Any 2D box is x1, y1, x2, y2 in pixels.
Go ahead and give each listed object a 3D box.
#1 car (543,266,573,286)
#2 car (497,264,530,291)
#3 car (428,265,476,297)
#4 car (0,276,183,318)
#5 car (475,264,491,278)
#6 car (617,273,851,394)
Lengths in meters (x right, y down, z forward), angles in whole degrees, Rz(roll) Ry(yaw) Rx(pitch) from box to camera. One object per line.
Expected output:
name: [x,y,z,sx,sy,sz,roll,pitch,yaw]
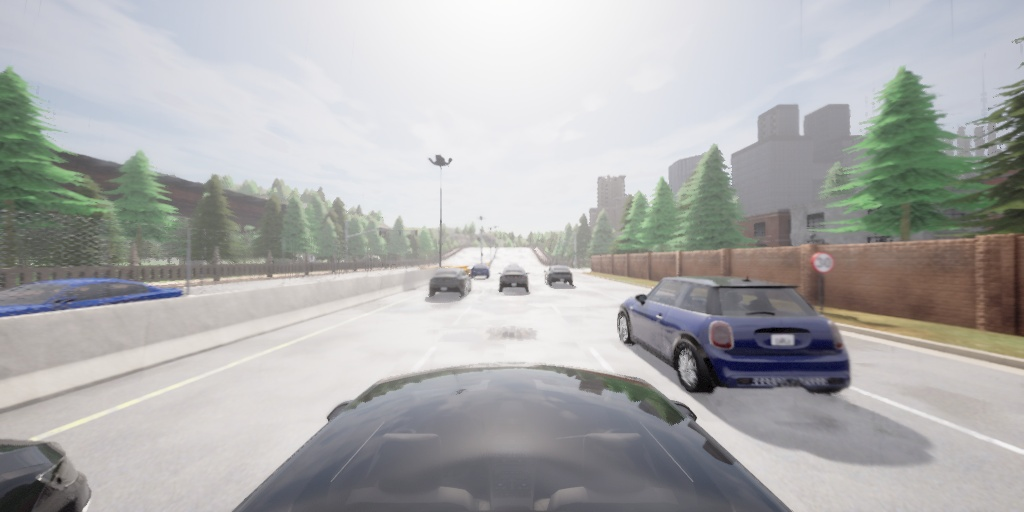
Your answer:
car: [3.622,1.513,28.324,1.837,1.490,4.892,0,-1,0]
car: [0.118,1.465,23.580,1.837,1.490,4.892,0,-1,0]
car: [-3.385,1.430,20.226,1.837,1.490,4.892,0,-1,0]
car: [-10.596,1.287,8.449,1.882,1.535,5.008,0,-1,0]
car: [-3.367,1.586,39.106,1.882,1.535,5.008,0,-1,0]
car: [3.613,1.155,6.916,2.097,1.767,4.553,0,0,0]
